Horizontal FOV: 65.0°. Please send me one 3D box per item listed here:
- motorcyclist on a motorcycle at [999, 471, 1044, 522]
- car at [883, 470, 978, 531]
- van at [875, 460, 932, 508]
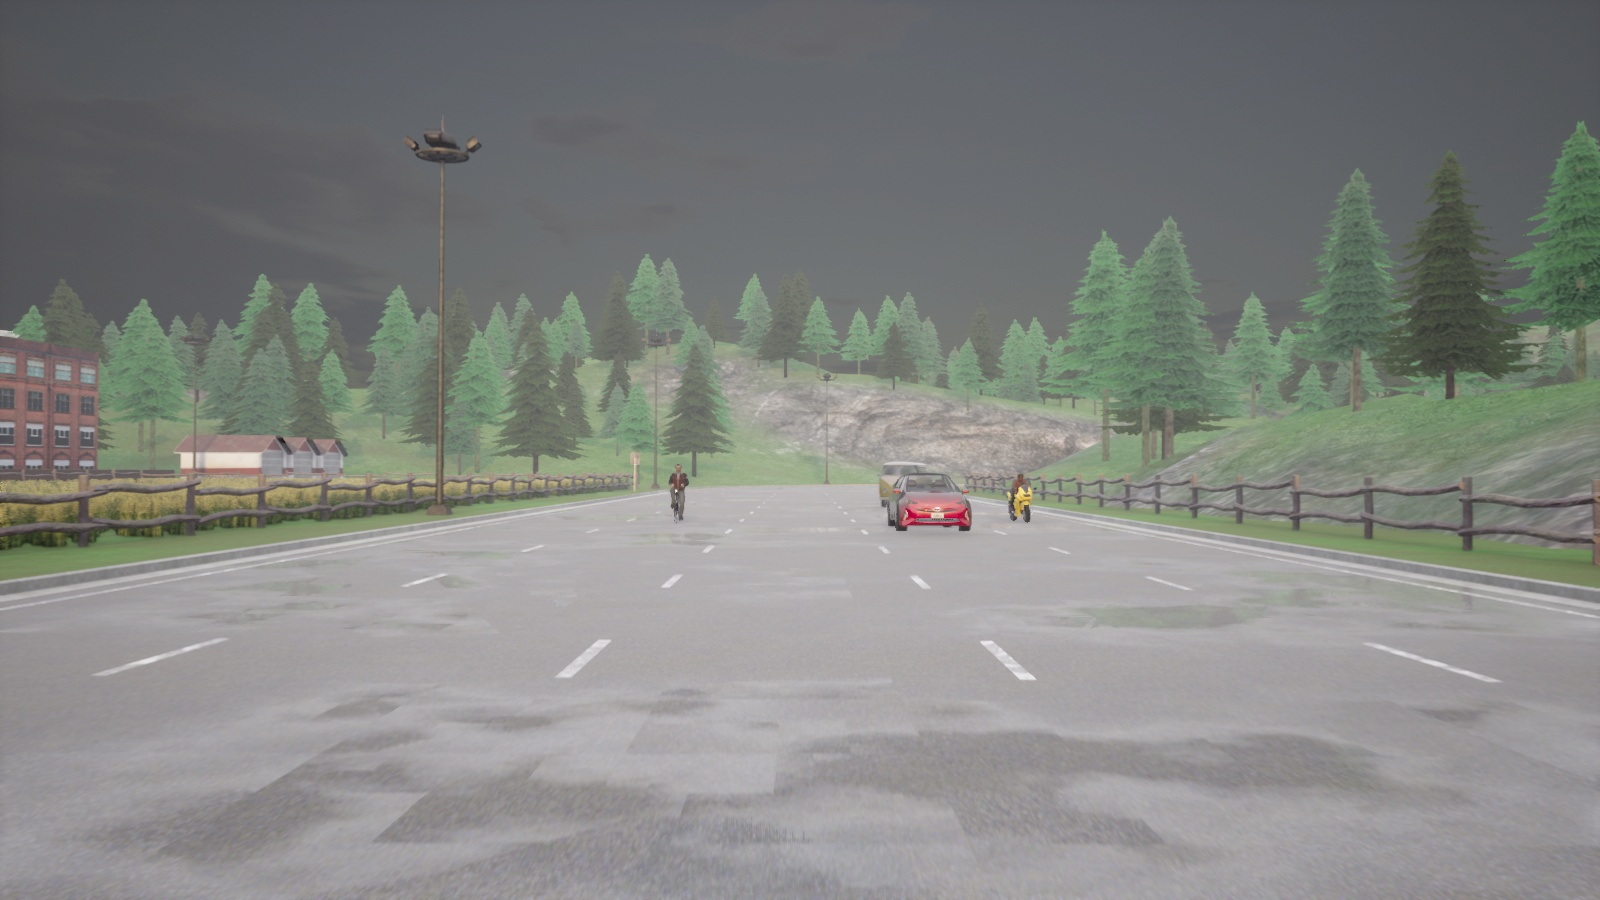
[{"bbox_3d":[6.810,1.417,38.661,0.797,1.523,2.044,-1,-1,-6],"label":"motorcyclist on a motorcycle"},{"bbox_3d":[3.422,1.314,33.813,2.007,1.525,4.514,0,-1,-1],"label":"car"},{"bbox_3d":[4.506,1.455,54.069,1.775,1.987,4.442,0,-1,13],"label":"van"}]
